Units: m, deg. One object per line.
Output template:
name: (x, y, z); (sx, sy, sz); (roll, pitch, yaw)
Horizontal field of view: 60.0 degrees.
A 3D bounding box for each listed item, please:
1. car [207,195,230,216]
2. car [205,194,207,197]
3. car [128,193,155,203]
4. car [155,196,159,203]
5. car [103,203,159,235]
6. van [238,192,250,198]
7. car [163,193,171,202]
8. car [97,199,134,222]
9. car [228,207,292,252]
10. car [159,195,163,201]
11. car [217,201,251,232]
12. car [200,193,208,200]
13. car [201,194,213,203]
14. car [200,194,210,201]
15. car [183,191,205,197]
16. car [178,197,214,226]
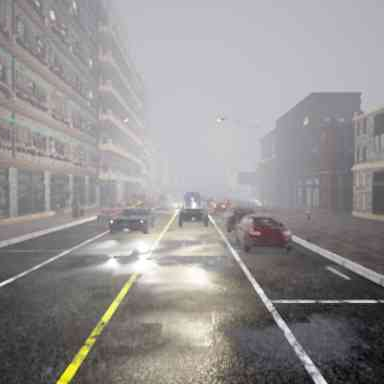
car: (2.676, 1.234, 30.162); (1.967, 1.590, 4.097); (0, 0, 0)
car: (2.672, 1.239, 47.252); (2.008, 1.369, 4.403); (0, 0, 0)
car: (-5.706, 1.072, 35.859); (2.192, 1.841, 5.009); (0, 0, 0)
car: (-5.707, 1.162, 41.557); (1.967, 1.590, 4.097); (0, 0, 0)
car: (-3.106, 1.474, 17.978); (1.895, 1.301, 4.718); (0, 0, 0)
van: (14.631, 0.857, 92.200); (3.998, 1.788, 1.690); (0, 1, 0)
car: (-5.714, 1.156, 64.344); (1.947, 1.339, 4.313); (0, 0, 0)
car: (-5.701, 1.412, 24.467); (1.802, 1.307, 4.206); (0, 0, 0)
car: (2.683, 1.489, 13.074); (1.802, 1.307, 4.206); (0, 0, 0)
car: (-5.708, 1.238, 47.254); (2.008, 1.369, 4.403); (0, 0, 0)
car: (2.681, 1.434, 18.770); (1.947, 1.339, 4.313); (0, 0, 0)
car: (2.663, 1.055, 75.905); (1.752, 1.417, 4.829); (0, 0, 0)
car: (2.669, 1.167, 58.644); (1.887, 1.381, 4.507); (0, 0, 0)
car: (2.665, 1.105, 70.038); (1.887, 1.381, 4.507); (0, 0, 0)
car: (0.084, 0.947, 40.850); (2.150, 2.045, 5.566); (0, 0, 0)
car: (0.089, 1.340, 21.776); (2.128, 1.511, 4.902); (0, 0, 0)
